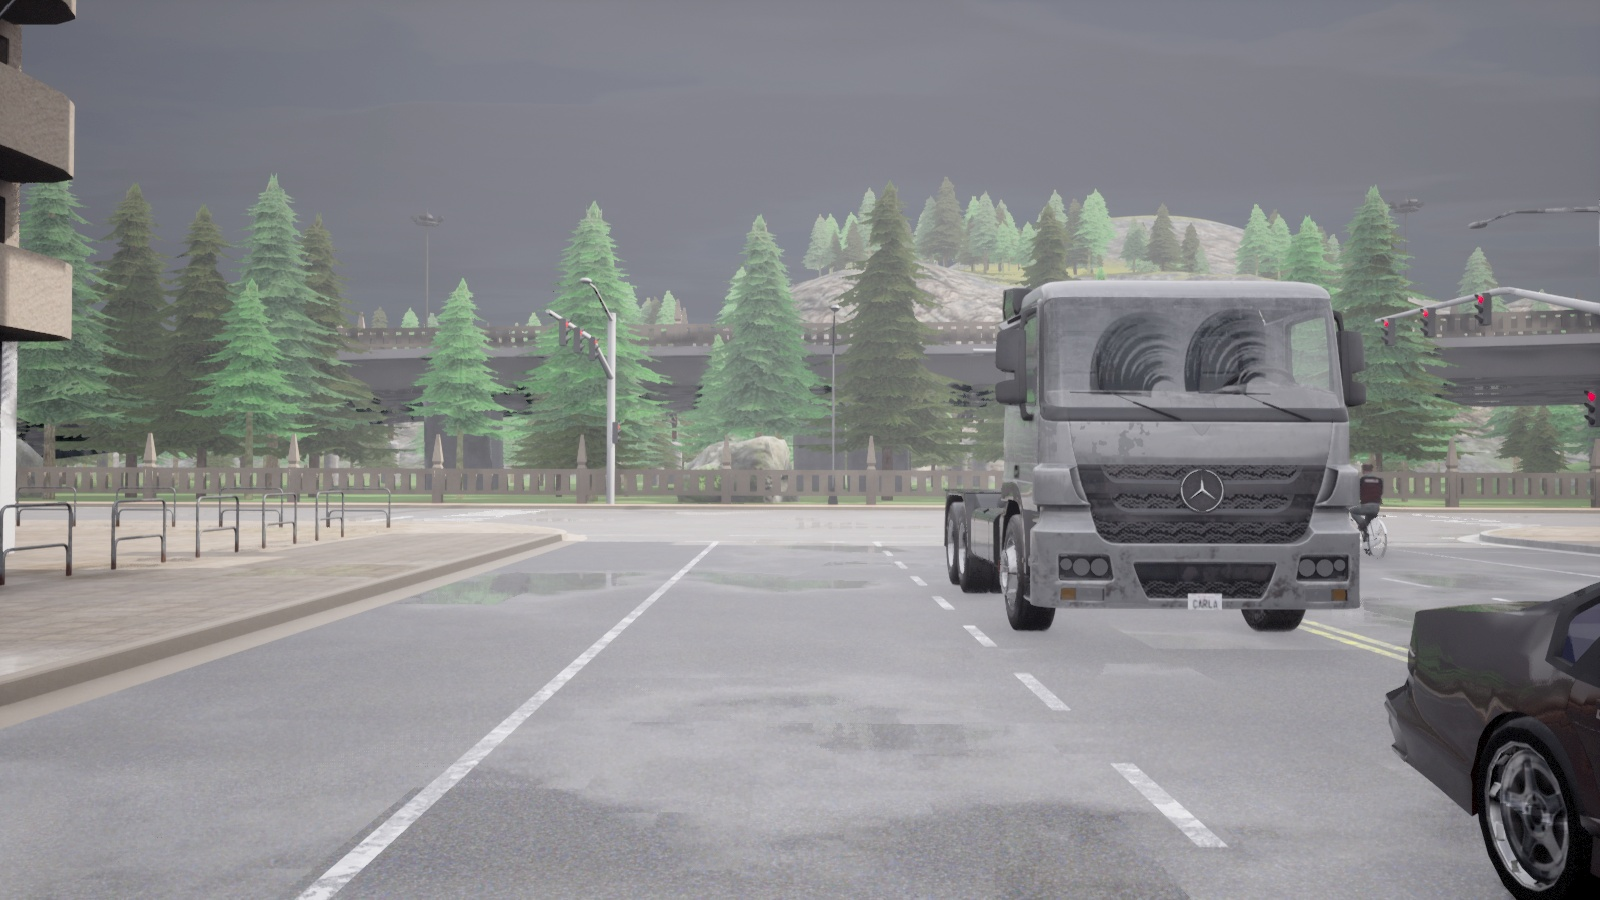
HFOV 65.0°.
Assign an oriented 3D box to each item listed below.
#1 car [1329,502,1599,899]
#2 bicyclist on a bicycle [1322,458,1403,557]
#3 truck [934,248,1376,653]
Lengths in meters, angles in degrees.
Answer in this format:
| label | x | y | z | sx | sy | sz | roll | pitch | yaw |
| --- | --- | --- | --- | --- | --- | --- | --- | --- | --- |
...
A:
| label | x | y | z | sx | sy | sz | roll | pitch | yaw |
| --- | --- | --- | --- | --- | --- | --- | --- | --- | --- |
| car | 3.492 | 0.902 | 3.169 | 2.033 | 1.411 | 5.357 | 0 | -1 | 0 |
| bicyclist on a bicycle | 10.443 | 1.037 | 23.372 | 0.659 | 1.776 | 1.843 | 0 | -1 | 0 |
| truck | 3.461 | 0.067 | 14.733 | 2.891 | 3.462 | 7.936 | 0 | -1 | 0 |
